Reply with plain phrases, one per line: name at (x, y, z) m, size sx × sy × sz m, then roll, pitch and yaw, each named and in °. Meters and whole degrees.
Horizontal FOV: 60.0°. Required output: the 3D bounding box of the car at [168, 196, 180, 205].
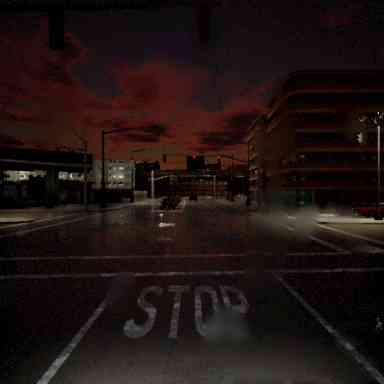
car at (-3.271, 1.478, 61.891) m, size 1.882 × 1.535 × 5.008 m, roll 0°, pitch 0°, yaw 0°

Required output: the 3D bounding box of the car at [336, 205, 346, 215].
car at (16.215, 1.564, 32.143) m, size 4.181 × 1.385 × 1.994 m, roll 0°, pitch 0°, yaw 1°

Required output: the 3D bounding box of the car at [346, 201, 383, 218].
car at (16.299, 1.601, 28.660) m, size 4.718 × 1.301 × 1.895 m, roll 0°, pitch 0°, yaw -3°

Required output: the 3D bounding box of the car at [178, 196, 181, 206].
car at (-3.215, 1.352, 52.709) m, size 2.097 × 1.767 × 4.553 m, roll 0°, pitch 0°, yaw 0°

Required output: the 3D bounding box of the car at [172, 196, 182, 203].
car at (-3.294, 1.552, 71.916) m, size 1.994 × 1.385 × 4.181 m, roll 0°, pitch 0°, yaw 0°

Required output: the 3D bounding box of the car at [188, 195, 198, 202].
car at (0.204, 1.347, 72.175) m, size 1.837 × 1.490 × 4.892 m, roll 0°, pitch 0°, yaw 0°

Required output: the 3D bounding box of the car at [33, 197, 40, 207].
car at (-24.033, 1.456, 47.815) m, size 3.806 × 1.475 × 1.970 m, roll 0°, pitch 0°, yaw 1°

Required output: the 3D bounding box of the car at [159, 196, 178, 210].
car at (-3.101, 1.505, 43.504) m, size 1.837 × 1.490 × 4.892 m, roll 0°, pitch 0°, yaw -1°

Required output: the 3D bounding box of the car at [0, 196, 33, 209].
car at (-23.315, 1.295, 42.064) m, size 4.611 × 1.667 × 2.242 m, roll 0°, pitch 0°, yaw 1°
